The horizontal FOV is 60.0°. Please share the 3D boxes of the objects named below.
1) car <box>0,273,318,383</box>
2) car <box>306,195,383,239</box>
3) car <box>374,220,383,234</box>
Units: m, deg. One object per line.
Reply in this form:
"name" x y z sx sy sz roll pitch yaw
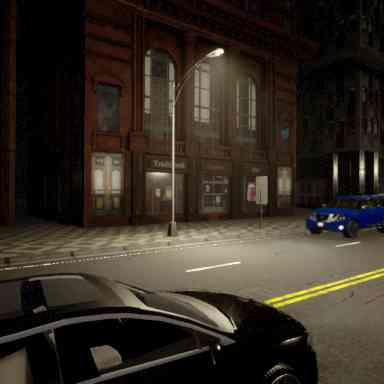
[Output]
"car" -0.947 1.492 2.765 4.902 1.511 2.128 0 0 -35
"car" 8.464 1.208 17.619 5.566 2.045 2.150 0 0 -35
"car" 6.931 1.487 8.323 4.902 1.511 2.128 0 0 -35
